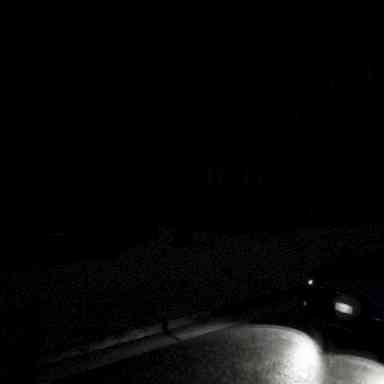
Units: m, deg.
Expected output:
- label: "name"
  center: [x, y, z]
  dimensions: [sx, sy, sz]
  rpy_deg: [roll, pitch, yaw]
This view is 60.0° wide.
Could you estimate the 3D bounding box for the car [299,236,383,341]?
- label: "car"
  center: [3.906, 1.566, 6.173]
  dimensions: [4.181, 1.385, 1.994]
  rpy_deg: [0, 0, -36]
